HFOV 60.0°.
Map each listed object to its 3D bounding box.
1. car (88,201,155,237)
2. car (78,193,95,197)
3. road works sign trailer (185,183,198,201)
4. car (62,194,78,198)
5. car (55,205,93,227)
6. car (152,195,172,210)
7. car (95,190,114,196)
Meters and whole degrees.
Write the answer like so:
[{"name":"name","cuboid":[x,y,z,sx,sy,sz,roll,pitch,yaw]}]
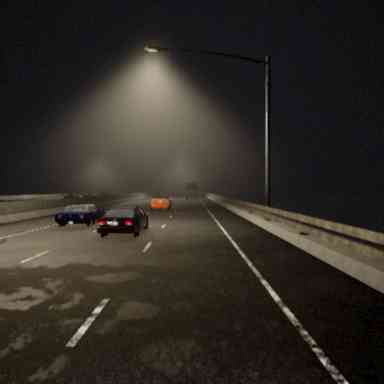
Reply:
[{"name":"car","cuboid":[-3.405,1.420,17.215,2.033,1.411,5.357,0,0,0]},{"name":"car","cuboid":[-21.015,0.988,68.160,2.128,1.511,4.902,0,0,0]},{"name":"road works sign trailer","cuboid":[-0.015,-0.045,65.319,2.380,3.560,2.880,0,0,0]},{"name":"car","cuboid":[-24.515,1.067,67.296,1.895,1.301,4.718,0,0,0]},{"name":"car","cuboid":[-6.904,1.444,21.175,1.895,1.301,4.718,0,0,0]},{"name":"car","cuboid":[-3.409,1.067,37.890,2.097,1.767,4.553,0,0,0]},{"name":"car","cuboid":[-17.515,0.688,68.128,2.150,2.045,5.566,0,0,0]}]
